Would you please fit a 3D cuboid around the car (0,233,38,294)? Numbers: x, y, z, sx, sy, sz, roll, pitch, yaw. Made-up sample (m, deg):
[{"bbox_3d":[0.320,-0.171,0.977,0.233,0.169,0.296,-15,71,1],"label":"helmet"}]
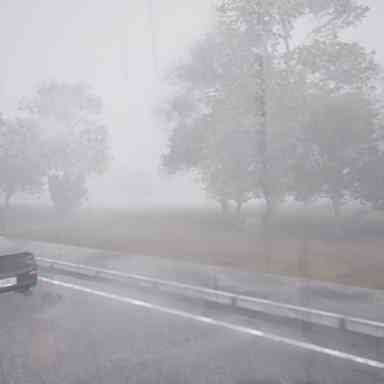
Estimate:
[{"bbox_3d":[-5.358,1.521,7.506,4.674,1.442,1.812,0,0,33],"label":"car"}]
